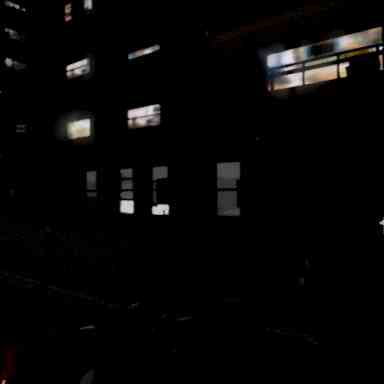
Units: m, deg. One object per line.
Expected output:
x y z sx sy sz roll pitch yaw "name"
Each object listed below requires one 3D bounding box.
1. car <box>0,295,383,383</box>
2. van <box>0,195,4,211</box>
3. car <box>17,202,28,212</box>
0.267 1.537 2.540 4.507 1.381 1.887 0 0 35 "car"
-18.632 1.072 28.916 1.690 1.788 3.998 0 0 35 "van"
-15.381 1.279 33.528 1.802 1.307 4.206 0 0 35 "car"
